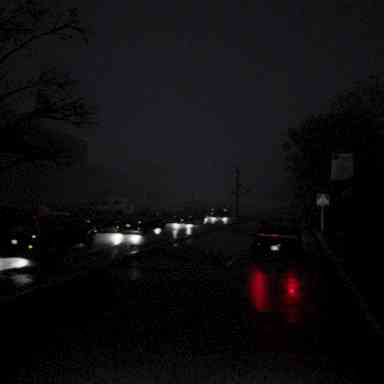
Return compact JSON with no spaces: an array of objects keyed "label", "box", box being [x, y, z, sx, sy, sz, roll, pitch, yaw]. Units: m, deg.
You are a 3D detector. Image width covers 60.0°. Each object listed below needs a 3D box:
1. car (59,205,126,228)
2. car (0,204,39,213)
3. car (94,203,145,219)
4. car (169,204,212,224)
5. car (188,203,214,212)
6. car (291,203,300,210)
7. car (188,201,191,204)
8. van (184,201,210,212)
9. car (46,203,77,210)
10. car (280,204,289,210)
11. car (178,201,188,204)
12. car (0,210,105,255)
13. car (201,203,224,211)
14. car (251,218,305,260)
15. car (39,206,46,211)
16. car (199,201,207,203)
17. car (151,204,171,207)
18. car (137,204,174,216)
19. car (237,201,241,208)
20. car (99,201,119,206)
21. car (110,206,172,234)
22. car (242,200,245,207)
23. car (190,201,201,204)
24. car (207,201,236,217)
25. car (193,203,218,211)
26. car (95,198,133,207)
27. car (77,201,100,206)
[{"label":"car","box":[-6.341,1.791,21.874,1.994,1.385,4.181,1,-1,17]},{"label":"car","box":[-8.989,1.344,13.657,2.097,1.767,4.553,1,-1,18]},{"label":"car","box":[-7.461,1.953,34.685,4.892,1.521,2.231,1,-2,-2]},{"label":"car","box":[-0.031,2.160,31.609,2.033,1.411,5.357,1,-1,18]},{"label":"car","box":[1.680,2.954,63.057,4.674,1.452,2.002,1,-1,-2]},{"label":"car","box":[27.531,3.840,88.374,2.097,1.767,4.553,1,-1,18]},{"label":"car","box":[-2.919,2.461,48.860,4.792,1.488,2.163,1,-1,-2]},{"label":"van","box":[0.885,2.604,60.242,4.442,1.987,1.878,1,-2,-2]},{"label":"car","box":[-11.291,1.603,23.318,5.366,1.575,1.946,1,-1,-2]},{"label":"car","box":[24.680,3.946,89.320,1.812,1.442,4.674,1,-1,18]},{"label":"car","box":[-3.617,2.331,46.037,5.366,1.575,1.946,1,-2,-2]},{"label":"car","box":[-5.795,1.651,13.833,1.994,1.385,4.181,1,-1,17]},{"label":"car","box":[4.448,3.183,71.585,4.792,1.488,2.163,1,-2,-2]},{"label":"car","box":[3.723,1.857,14.247,2.128,1.511,4.902,1,-1,18]},{"label":"car","box":[-12.048,1.557,20.484,4.792,1.488,2.163,1,-1,-2]},{"label":"car","box":[-0.118,2.607,57.383,4.553,1.767,2.185,1,-1,-2]},{"label":"car","box":[-3.115,2.051,31.801,1.812,1.442,4.674,1,-1,18]},{"label":"car","box":[-4.712,2.273,43.187,4.674,1.452,2.002,1,-1,-2]},{"label":"car","box":[9.023,3.216,85.794,5.566,2.045,2.435,1,-1,-2]},{"label":"car","box":[-9.284,1.776,29.007,5.008,1.535,2.097,1,-2,-2]},{"label":"car","box":[-3.212,1.880,21.805,1.994,1.385,4.181,1,-1,18]},{"label":"car","box":[11.766,3.514,94.302,4.553,1.767,2.185,1,-1,-2]},{"label":"car","box":[-1.791,2.534,51.713,5.366,1.575,1.946,1,-2,-2]},{"label":"car","box":[3.965,2.374,43.929,2.097,1.767,4.553,1,-1,18]},{"label":"car","box":[2.561,3.030,65.895,4.792,1.488,2.163,1,-1,-2]},{"label":"car","box":[-8.391,1.611,31.841,5.566,2.045,2.435,1,-1,-2]},{"label":"car","box":[-10.186,1.694,26.162,4.892,1.521,2.231,1,-1,-2]}]
